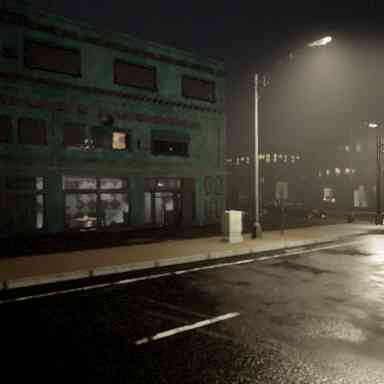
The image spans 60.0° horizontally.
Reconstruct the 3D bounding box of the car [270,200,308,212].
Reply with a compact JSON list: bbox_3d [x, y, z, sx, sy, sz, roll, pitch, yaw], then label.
[{"bbox_3d":[12.602,1.807,43.307,2.008,1.369,4.403,-2,0,-35],"label":"car"}]

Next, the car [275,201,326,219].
[{"bbox_3d":[10.511,1.812,31.580,1.947,1.339,4.313,-1,0,-35],"label":"car"}]

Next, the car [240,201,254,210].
[{"bbox_3d":[9.393,1.901,47.817,1.802,1.307,4.206,-2,0,-35],"label":"car"}]

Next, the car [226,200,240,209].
[{"bbox_3d":[6.186,1.963,52.327,1.802,1.307,4.206,-2,0,-35],"label":"car"}]

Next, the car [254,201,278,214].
[{"bbox_3d":[9.786,1.767,37.291,2.128,1.511,4.902,-1,0,-35],"label":"car"}]
